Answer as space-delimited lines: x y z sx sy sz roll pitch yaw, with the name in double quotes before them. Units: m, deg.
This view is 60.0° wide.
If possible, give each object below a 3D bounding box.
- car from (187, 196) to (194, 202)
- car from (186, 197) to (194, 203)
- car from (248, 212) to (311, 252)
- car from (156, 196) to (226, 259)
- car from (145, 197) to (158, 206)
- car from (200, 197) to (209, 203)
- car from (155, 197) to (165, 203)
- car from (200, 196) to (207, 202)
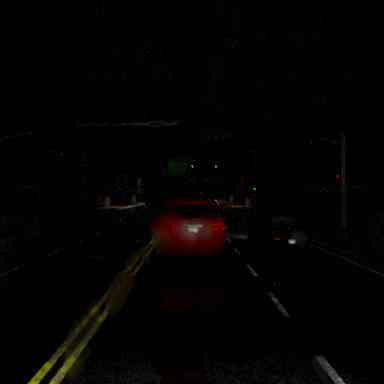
"car" -0.402 1.856 90.120 1.994 1.385 4.181 0 0 0
"car" -0.457 1.901 81.762 1.994 1.385 4.181 0 0 0
"car" 3.578 1.586 14.103 1.812 1.442 4.674 0 0 1
"car" 0.063 1.276 12.872 2.150 2.045 5.566 0 0 0
"car" -7.609 1.813 62.278 2.033 1.411 5.357 0 0 1
"car" 3.042 1.901 81.739 1.994 1.385 4.181 0 0 0
"car" -7.479 1.857 78.531 1.812 1.442 4.674 0 0 0
"car" 3.097 1.846 90.025 1.994 1.385 4.181 0 0 0
